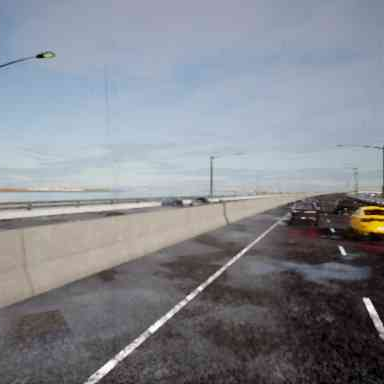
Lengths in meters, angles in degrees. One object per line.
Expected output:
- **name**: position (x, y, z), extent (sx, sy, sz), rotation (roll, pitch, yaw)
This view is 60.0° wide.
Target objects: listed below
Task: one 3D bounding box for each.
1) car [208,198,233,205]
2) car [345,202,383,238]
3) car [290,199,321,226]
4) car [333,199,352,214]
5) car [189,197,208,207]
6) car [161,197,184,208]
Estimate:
- **car**: position (4.097, 1.505, 43.662), extent (1.895, 1.301, 4.718), rotation (1, 0, 21)
- **car**: position (9.464, 1.511, 17.455), extent (1.882, 1.535, 5.008), rotation (1, 0, 20)
- **car**: position (8.096, 1.493, 23.871), extent (2.128, 1.511, 4.902), rotation (1, 0, 20)
- **car**: position (15.955, 1.512, 34.896), extent (1.882, 1.535, 5.008), rotation (1, 0, 21)
- **car**: position (1.136, 1.398, 45.702), extent (1.812, 1.442, 4.674), rotation (1, 0, 21)
- **car**: position (-2.675, 1.405, 45.521), extent (1.994, 1.385, 4.181), rotation (1, 0, 21)
